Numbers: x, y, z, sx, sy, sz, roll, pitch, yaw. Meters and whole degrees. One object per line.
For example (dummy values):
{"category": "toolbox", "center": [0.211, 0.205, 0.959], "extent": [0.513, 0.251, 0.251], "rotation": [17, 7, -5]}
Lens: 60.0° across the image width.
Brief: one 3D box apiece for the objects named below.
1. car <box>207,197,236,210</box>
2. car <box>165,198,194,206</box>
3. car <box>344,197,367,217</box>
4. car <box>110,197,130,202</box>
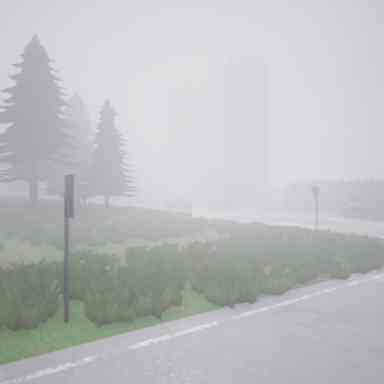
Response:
{"category": "car", "center": [3.970, 1.516, 44.253], "extent": [3.988, 1.617, 1.851], "rotation": [0, 0, -35]}
{"category": "car", "center": [-1.692, 1.489, 41.984], "extent": [2.128, 1.511, 4.902], "rotation": [0, 0, -35]}
{"category": "car", "center": [15.546, 1.403, 31.790], "extent": [1.905, 1.878, 3.866], "rotation": [0, 0, 24]}
{"category": "car", "center": [-15.327, 1.581, 71.038], "extent": [4.181, 1.381, 1.994], "rotation": [0, 0, -35]}
